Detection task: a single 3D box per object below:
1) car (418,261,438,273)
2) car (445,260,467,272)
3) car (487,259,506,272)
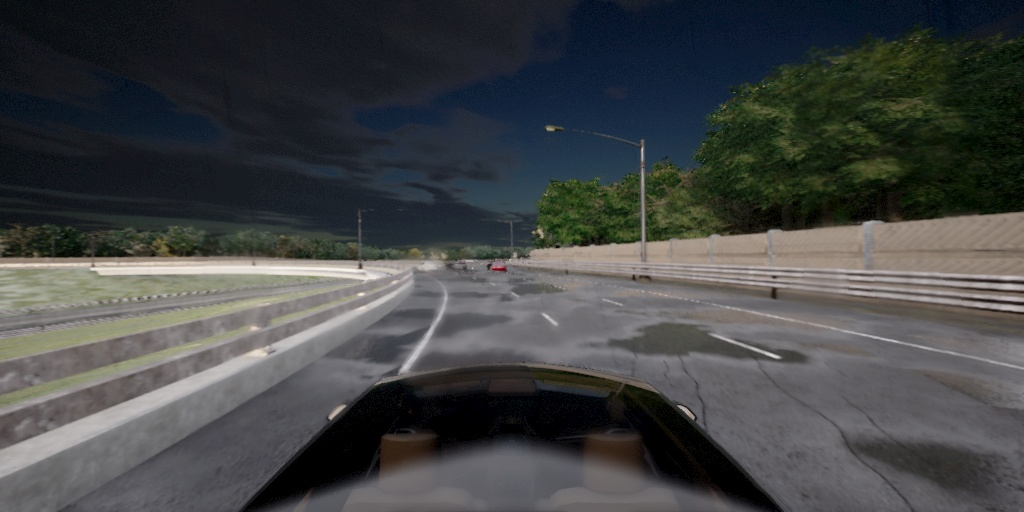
[{"bbox_3d":[-10.783,1.384,46.010,1.812,1.442,4.674,0,0,-27],"label":"car"},{"bbox_3d":[-7.362,1.312,46.969,2.128,1.511,4.902,0,0,-26],"label":"car"},{"bbox_3d":[-2.053,1.326,46.550,1.994,1.385,4.181,-1,0,-14],"label":"car"}]
